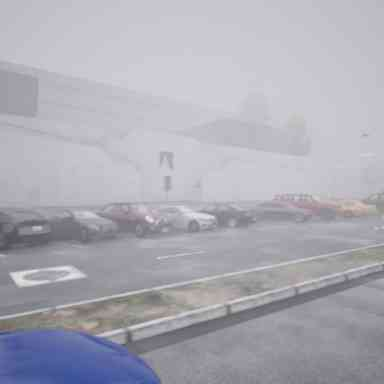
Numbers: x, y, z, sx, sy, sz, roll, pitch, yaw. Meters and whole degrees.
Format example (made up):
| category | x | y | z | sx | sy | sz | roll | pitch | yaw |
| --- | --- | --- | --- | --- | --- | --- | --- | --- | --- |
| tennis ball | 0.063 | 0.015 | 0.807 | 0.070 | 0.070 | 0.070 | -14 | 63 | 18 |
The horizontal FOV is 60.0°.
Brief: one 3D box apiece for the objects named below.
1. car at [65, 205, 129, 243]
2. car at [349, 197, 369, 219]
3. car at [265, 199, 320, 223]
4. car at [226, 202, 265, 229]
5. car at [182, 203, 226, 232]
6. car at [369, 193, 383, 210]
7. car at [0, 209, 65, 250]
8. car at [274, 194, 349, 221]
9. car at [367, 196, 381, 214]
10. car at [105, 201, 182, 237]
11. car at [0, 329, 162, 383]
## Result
| category | x | y | z | sx | sy | sz | roll | pitch | yaw |
| --- | --- | --- | --- | --- | --- | --- | --- | --- | --- |
| car | -5.575 | 1.535 | 16.264 | 4.674 | 1.452 | 2.002 | -1 | -1 | 35 |
| car | 11.691 | 1.406 | 28.344 | 5.366 | 1.575 | 1.946 | -1 | -1 | 35 |
| car | 6.673 | 1.465 | 24.952 | 4.792 | 1.488 | 2.163 | -1 | -1 | 35 |
| car | 1.761 | 1.465 | 21.477 | 5.008 | 1.535 | 2.097 | -1 | 0 | 35 |
| car | -0.688 | 1.517 | 19.745 | 4.674 | 1.452 | 2.002 | -1 | -1 | 35 |
| car | 18.838 | 1.143 | 33.681 | 5.566 | 2.045 | 2.435 | -1 | 0 | 35 |
| car | -8.053 | 1.522 | 14.528 | 4.792 | 1.488 | 2.163 | -1 | -1 | 35 |
| car | 9.116 | 1.172 | 26.698 | 5.566 | 2.045 | 2.435 | -1 | -1 | 35 |
| car | 13.825 | 1.404 | 30.290 | 5.366 | 1.575 | 1.946 | -1 | 0 | 35 |
| car | -3.158 | 1.361 | 18.022 | 4.553 | 1.767 | 2.185 | -1 | -1 | 35 |
| car | -2.423 | 1.476 | 1.405 | 5.008 | 1.535 | 1.882 | 0 | 0 | -35 |
